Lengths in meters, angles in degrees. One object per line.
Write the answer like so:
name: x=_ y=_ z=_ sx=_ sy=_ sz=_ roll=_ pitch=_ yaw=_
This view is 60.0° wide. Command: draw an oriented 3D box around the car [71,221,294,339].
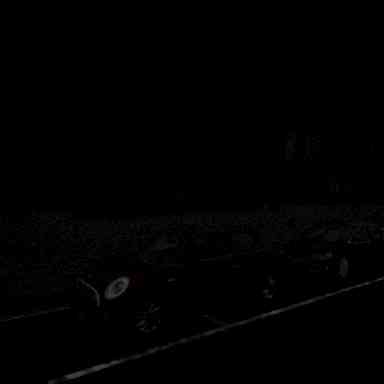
car: x=-0.181 y=1.437 z=6.521 sx=4.097 sy=1.590 sz=1.967 roll=0 pitch=0 yaw=-36

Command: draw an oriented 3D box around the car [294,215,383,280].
car: x=4.441 y=1.543 z=9.819 sx=4.403 sy=1.369 sz=2.008 roll=0 pitch=0 yaw=-36
